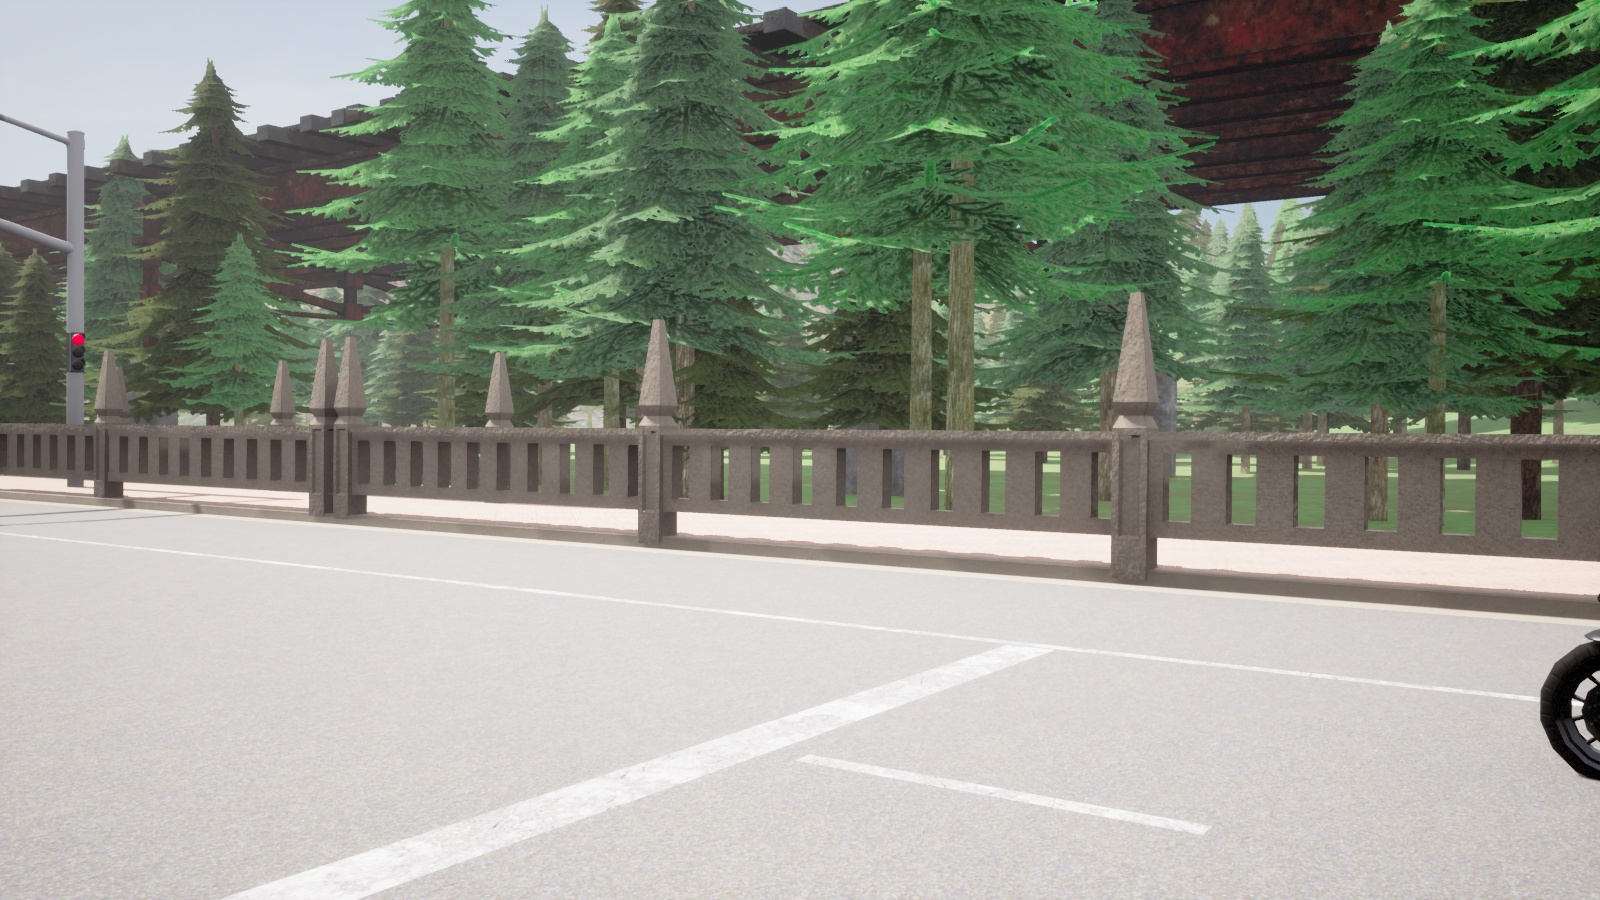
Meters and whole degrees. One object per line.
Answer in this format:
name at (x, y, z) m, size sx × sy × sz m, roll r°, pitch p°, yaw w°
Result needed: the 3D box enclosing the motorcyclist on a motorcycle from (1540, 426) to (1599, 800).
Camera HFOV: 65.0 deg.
motorcyclist on a motorcycle at (4.247, 0.660, 5.004) m, size 2.191 × 1.530 × 0.866 m, roll 0°, pitch 1°, yaw 34°
